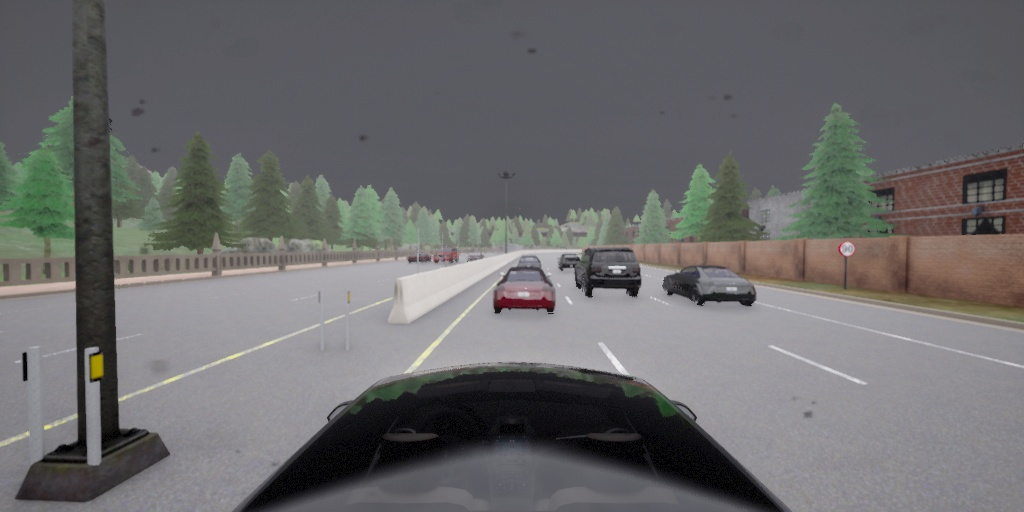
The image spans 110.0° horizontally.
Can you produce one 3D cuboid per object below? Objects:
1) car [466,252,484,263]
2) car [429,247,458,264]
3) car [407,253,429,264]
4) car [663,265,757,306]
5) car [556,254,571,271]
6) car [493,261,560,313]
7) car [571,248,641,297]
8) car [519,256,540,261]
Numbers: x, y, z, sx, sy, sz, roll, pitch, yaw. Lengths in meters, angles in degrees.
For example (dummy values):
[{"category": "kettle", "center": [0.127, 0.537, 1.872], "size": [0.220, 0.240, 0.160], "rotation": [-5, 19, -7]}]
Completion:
[{"category": "car", "center": [-4.697, 0.204, 46.124], "size": [1.812, 1.442, 4.674], "rotation": [0, 1, 4]}, {"category": "car", "center": [-8.258, -0.091, 45.277], "size": [2.150, 2.045, 5.566], "rotation": [0, 1, 4]}, {"category": "car", "center": [-11.736, 0.266, 45.729], "size": [1.895, 1.301, 4.718], "rotation": [0, 1, 4]}, {"category": "car", "center": [7.575, 1.042, 14.162], "size": [1.994, 1.385, 4.181], "rotation": [0, 1, 3]}, {"category": "car", "center": [5.168, 0.539, 32.507], "size": [1.837, 1.490, 4.892], "rotation": [0, 1, 4]}, {"category": "car", "center": [0.471, 1.056, 12.628], "size": [1.994, 1.385, 4.181], "rotation": [0, 1, 4]}, {"category": "car", "center": [4.204, 0.633, 16.453], "size": [2.150, 2.045, 5.566], "rotation": [0, 1, 3]}, {"category": "car", "center": [1.339, 0.687, 27.556], "size": [2.033, 1.411, 5.357], "rotation": [0, 1, 4]}]
